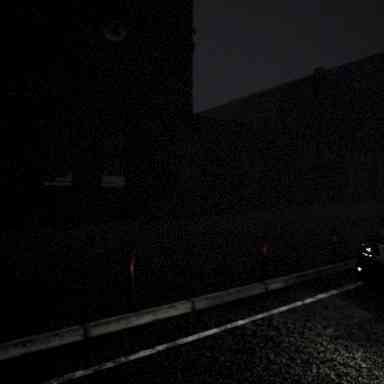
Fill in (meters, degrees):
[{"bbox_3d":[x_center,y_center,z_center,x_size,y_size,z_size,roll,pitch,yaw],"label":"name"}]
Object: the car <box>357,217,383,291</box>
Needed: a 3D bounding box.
[{"bbox_3d":[6.129,1.146,7.799,5.566,2.045,2.150,-1,1,-36],"label":"car"}]
